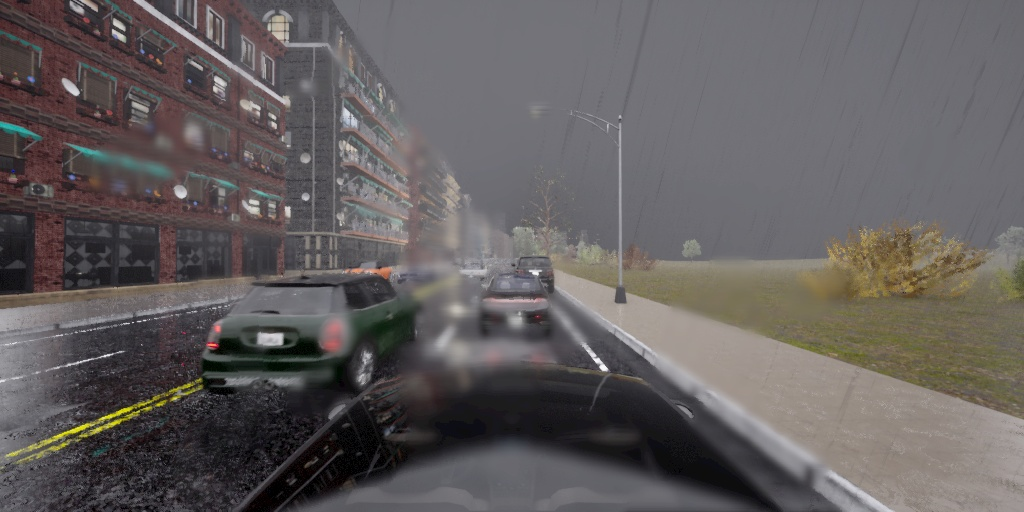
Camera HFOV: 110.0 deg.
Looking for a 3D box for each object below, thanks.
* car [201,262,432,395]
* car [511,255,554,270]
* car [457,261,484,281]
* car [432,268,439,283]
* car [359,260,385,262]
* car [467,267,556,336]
[{"bbox_3d":[-3.142,1.104,6.805,2.097,1.767,4.553,0,0,0],"label":"car"},{"bbox_3d":[1.158,0.978,20.319,2.150,2.045,5.566,0,0,0],"label":"car"},{"bbox_3d":[-3.117,1.354,30.318,1.895,1.301,4.718,0,0,0],"label":"car"},{"bbox_3d":[-6.575,1.354,25.383,1.895,1.301,4.718,0,0,0],"label":"car"},{"bbox_3d":[-9.826,1.105,24.503,2.097,1.767,4.553,0,0,0],"label":"car"},{"bbox_3d":[0.111,1.243,10.450,2.128,1.511,4.902,0,0,0],"label":"car"}]
